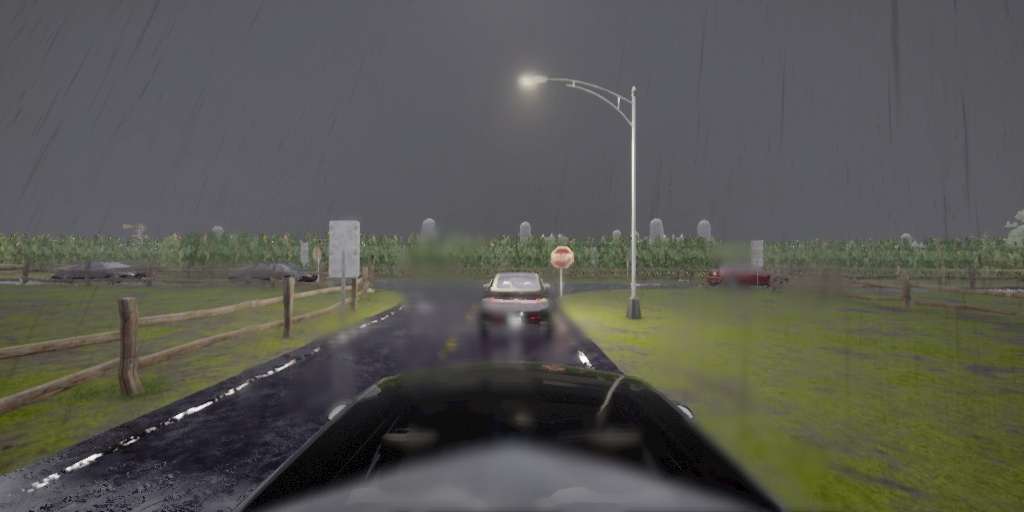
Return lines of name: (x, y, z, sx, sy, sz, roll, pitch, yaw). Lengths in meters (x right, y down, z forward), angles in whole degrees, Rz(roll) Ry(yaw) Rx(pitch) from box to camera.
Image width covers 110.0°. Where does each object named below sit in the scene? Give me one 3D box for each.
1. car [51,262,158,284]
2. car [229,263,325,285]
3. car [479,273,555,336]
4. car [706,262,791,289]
car: (-26.650, 1.071, 23.521, 5.357, 1.411, 2.033, 0, -1, 1)
car: (-15.262, 1.147, 23.430, 5.357, 1.411, 2.033, 0, -1, 0)
car: (0.161, 1.231, 10.386, 2.128, 1.511, 4.902, 0, 0, 2)
car: (15.256, 1.181, 23.203, 4.553, 1.767, 2.097, 0, -1, 0)
